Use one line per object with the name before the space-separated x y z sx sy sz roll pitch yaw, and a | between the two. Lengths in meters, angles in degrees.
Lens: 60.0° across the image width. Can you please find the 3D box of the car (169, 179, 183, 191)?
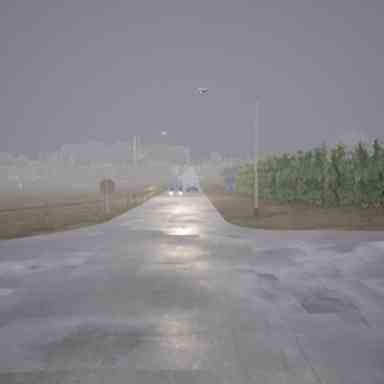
car | -2.745 -1.253 58.932 2.150 2.045 5.566 0 3 0

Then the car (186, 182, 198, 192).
car | 0.006 -0.715 54.814 1.812 1.442 4.674 0 3 0

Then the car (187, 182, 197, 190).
car | 0.007 -1.238 64.831 1.895 1.301 4.718 0 4 0
